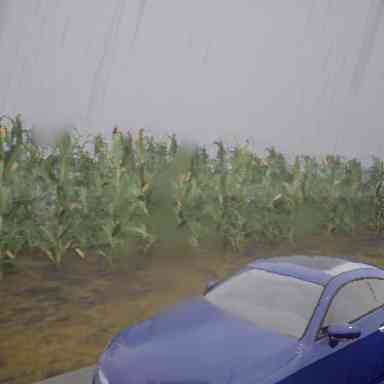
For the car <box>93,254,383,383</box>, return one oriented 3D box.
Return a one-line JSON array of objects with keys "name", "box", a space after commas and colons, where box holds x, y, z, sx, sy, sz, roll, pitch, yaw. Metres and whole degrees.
[{"name": "car", "box": [1.236, 1.554, 3.942, 4.674, 1.442, 1.812, 1, 0, -36]}]
